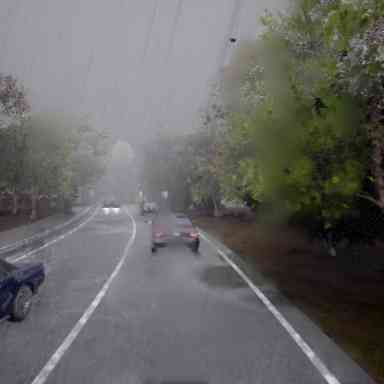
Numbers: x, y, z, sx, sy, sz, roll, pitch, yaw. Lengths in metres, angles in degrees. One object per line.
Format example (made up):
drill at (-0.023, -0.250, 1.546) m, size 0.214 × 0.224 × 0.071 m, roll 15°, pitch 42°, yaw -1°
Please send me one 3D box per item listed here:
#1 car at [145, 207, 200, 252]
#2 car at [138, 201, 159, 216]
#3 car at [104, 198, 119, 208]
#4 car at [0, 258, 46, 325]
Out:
car at (-0.830, 1.576, 14.143) m, size 2.033 × 1.411 × 5.357 m, roll 0°, pitch 0°, yaw -7°
car at (-4.359, 1.595, 33.603) m, size 2.033 × 1.411 × 5.357 m, roll 1°, pitch 0°, yaw -13°
car at (-11.335, 1.544, 46.970) m, size 1.994 × 1.385 × 4.181 m, roll 1°, pitch 0°, yaw -13°
car at (-3.787, 1.610, 4.448) m, size 1.895 × 1.301 × 4.718 m, roll 0°, pitch 0°, yaw -3°
